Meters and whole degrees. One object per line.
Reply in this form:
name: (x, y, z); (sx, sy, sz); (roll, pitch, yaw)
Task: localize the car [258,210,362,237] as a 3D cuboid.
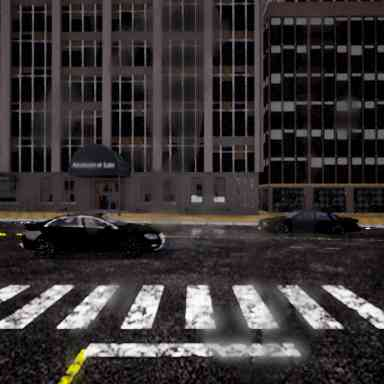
car: (6.457, 1.688, 18.543); (5.357, 1.411, 2.033); (1, -1, 1)

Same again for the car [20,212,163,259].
car: (-3.499, 1.496, 11.952); (4.902, 1.511, 2.128); (0, 0, 1)
